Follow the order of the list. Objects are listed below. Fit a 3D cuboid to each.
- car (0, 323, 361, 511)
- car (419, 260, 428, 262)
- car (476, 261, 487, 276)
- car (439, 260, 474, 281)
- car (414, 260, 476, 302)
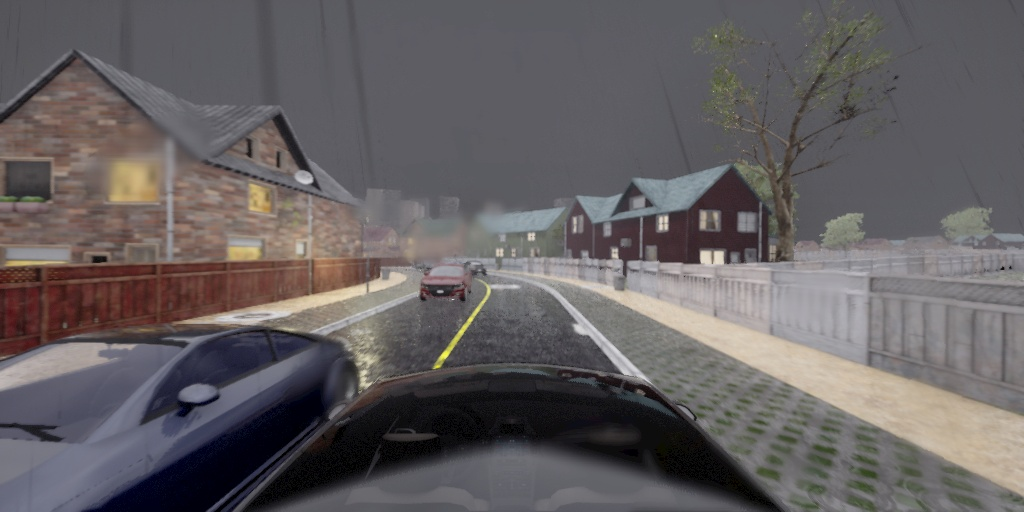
[{"bbox_3d":[-2.887,1.276,2.741,1.994,1.385,4.181,1,0,1],"label":"car"},{"bbox_3d":[-11.110,1.173,46.727,1.994,1.385,4.181,0,0,-40],"label":"car"},{"bbox_3d":[-3.917,1.150,35.415,1.812,1.442,4.674,0,0,-23],"label":"car"},{"bbox_3d":[-4.674,1.105,29.597,2.128,1.511,4.902,1,0,-17],"label":"car"},{"bbox_3d":[-2.887,1.105,16.486,1.882,1.535,5.008,1,0,-2],"label":"car"}]
